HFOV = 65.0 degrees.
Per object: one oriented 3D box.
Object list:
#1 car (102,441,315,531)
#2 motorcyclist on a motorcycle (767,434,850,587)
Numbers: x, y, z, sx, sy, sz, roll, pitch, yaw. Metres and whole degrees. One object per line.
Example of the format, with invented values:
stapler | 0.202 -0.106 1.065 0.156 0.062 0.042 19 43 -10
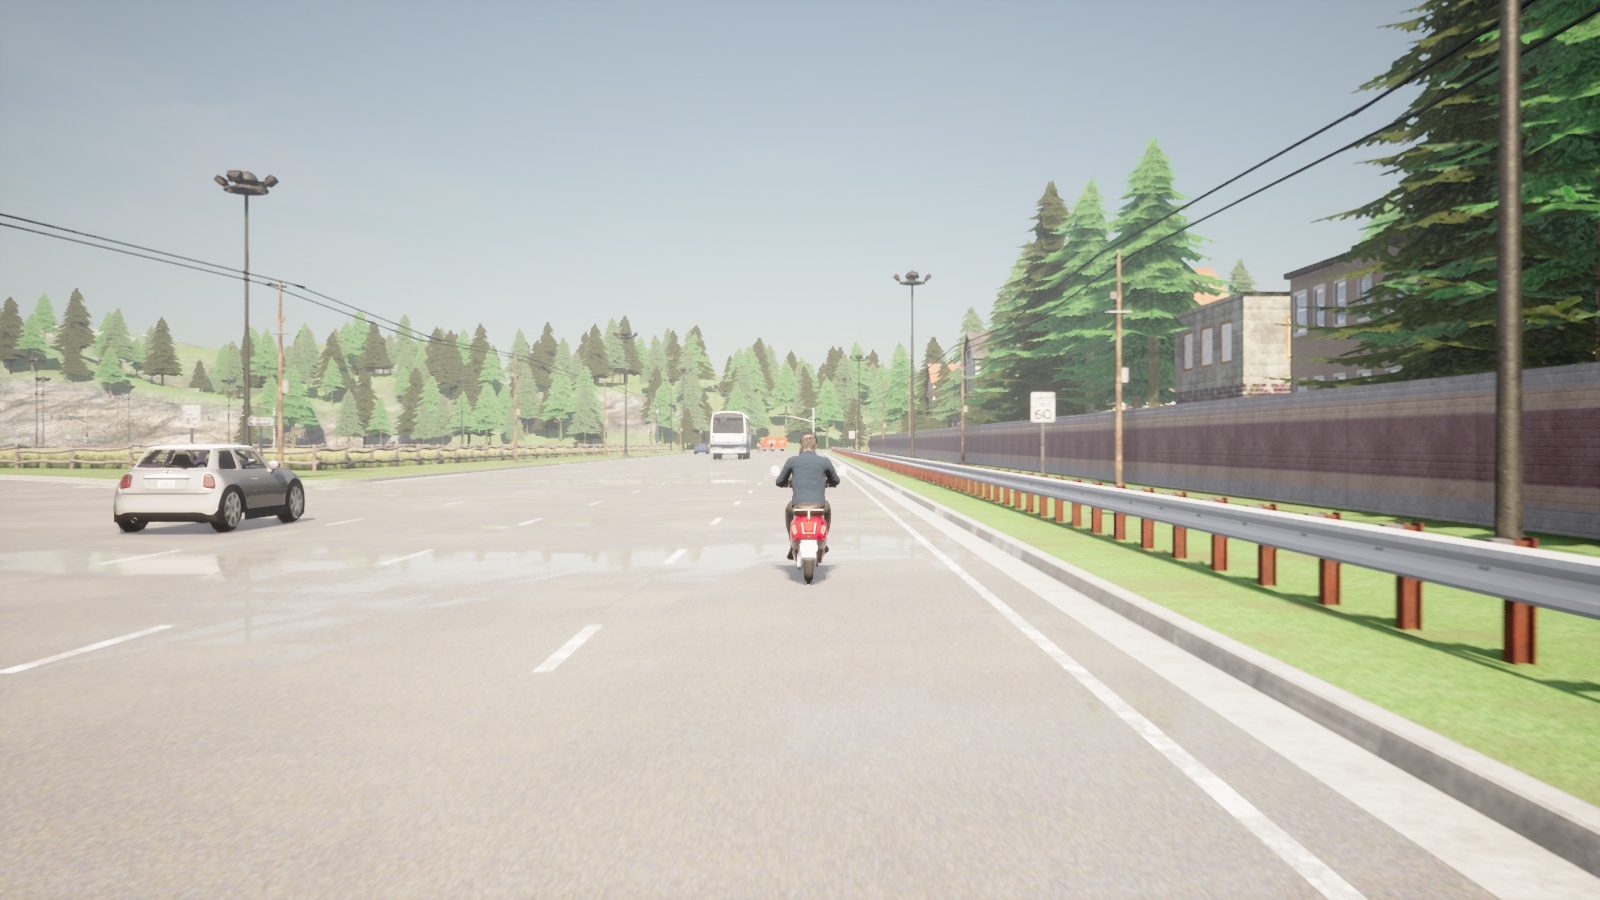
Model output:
car | -10.357 0.575 22.334 1.970 1.475 3.806 0 0 0
motorcyclist on a motorcycle | 0.095 0.621 13.940 0.866 1.590 1.817 0 0 0
